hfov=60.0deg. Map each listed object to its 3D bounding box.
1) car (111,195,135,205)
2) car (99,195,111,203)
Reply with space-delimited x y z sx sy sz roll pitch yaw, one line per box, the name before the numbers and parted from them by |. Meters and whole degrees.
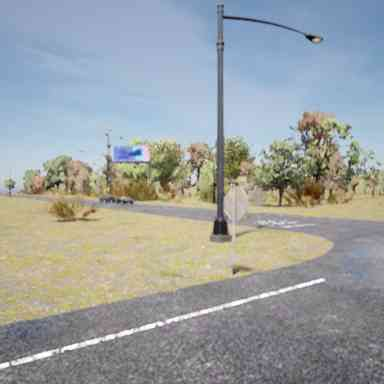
car | -11.154 1.379 54.601 1.895 1.301 4.718 0 0 -33
car | -15.676 1.267 61.323 1.837 1.490 4.892 0 0 -34
